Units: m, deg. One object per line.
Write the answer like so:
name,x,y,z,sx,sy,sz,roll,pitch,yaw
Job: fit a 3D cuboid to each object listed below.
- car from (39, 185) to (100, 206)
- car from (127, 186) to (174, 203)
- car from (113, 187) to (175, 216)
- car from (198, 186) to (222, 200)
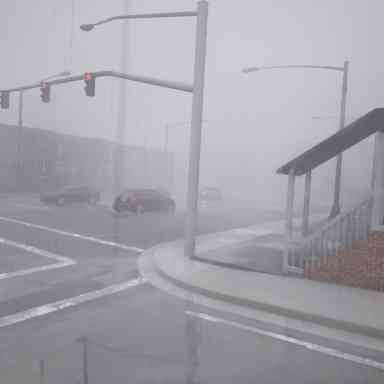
car,-9.579,0.224,26.419,1.837,1.490,4.892,5,3,35
car,-4.113,0.226,34.024,1.837,1.490,4.892,5,3,36
car,-3.154,0.558,23.065,2.097,1.767,4.553,5,3,36
car,1.995,0.077,42.474,2.097,1.767,4.553,5,3,36
